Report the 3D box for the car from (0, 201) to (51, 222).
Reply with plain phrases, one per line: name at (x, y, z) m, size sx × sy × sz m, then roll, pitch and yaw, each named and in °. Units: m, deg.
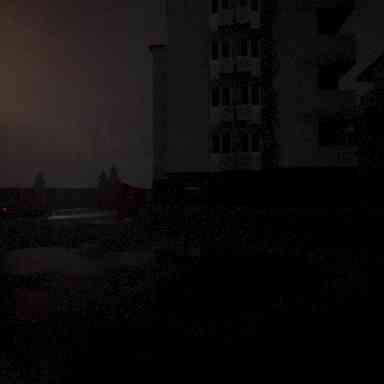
car at (-15.040, 1.600, 29.851) m, size 2.097 × 1.767 × 4.553 m, roll -1°, pitch 0°, yaw 35°
